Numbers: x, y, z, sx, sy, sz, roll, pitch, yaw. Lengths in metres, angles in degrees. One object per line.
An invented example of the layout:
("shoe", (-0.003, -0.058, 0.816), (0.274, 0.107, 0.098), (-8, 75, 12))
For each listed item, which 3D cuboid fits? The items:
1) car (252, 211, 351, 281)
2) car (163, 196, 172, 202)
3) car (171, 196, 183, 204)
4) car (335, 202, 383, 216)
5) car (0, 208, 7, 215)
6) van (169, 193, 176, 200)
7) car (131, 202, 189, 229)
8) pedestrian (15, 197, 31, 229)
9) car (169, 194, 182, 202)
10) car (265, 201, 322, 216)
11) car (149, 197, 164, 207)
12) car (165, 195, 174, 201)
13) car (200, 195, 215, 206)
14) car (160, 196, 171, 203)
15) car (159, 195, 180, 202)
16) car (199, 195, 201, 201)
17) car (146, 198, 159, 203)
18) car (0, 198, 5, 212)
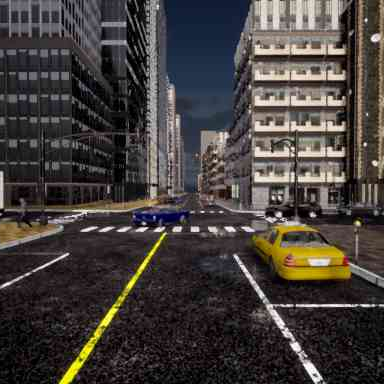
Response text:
("car", (2.826, 1.523, 9.679), (1.752, 1.417, 4.829), (-1, 0, 0))
("car", (-5.554, 1.568, 75.753), (1.802, 1.307, 4.206), (-1, 0, 0))
("car", (-2.909, 1.534, 65.978), (2.033, 1.411, 5.357), (0, 0, 0))
("car", (16.377, 1.624, 32.616), (4.403, 1.369, 2.008), (0, 0, 1))
("car", (-18.276, 1.423, 27.374), (5.357, 1.411, 2.033), (0, 1, 1))
("van", (-5.525, 1.325, 92.717), (1.690, 1.788, 3.998), (-1, 0, 0))
("car", (-1.997, 1.595, 22.018), (1.895, 1.301, 4.718), (0, 0, 25))
("pedestrian", (-9.338, 1.137, 18.376), (0.375, 1.860, 0.375), (-1, 1, 0))
("car", (-2.979, 1.514, 55.593), (1.812, 1.442, 4.674), (0, 0, 0))
("car", (9.085, 1.535, 29.914), (5.008, 1.535, 1.882), (0, 1, -3))
("car", (-5.599, 1.554, 53.134), (1.947, 1.339, 4.313), (-1, 0, 0))
("car", (-5.544, 1.530, 81.407), (1.887, 1.381, 4.507), (-1, 0, 0))
("car", (2.781, 1.539, 53.118), (2.008, 1.369, 4.403), (-1, 0, 0))
("car", (-5.566, 1.531, 70.098), (1.887, 1.381, 4.507), (-1, 0, 0))
("car", (-3.001, 1.495, 45.846), (1.837, 1.490, 4.892), (0, 0, 0))
("car", (2.846, 1.425, 87.046), (1.967, 1.590, 4.097), (-1, 0, 0))
("car", (-5.610, 1.515, 47.310), (1.752, 1.417, 4.829), (-1, 0, 0))
("car", (-21.597, 1.276, 33.187), (4.829, 1.417, 1.752), (0, 0, 1))
